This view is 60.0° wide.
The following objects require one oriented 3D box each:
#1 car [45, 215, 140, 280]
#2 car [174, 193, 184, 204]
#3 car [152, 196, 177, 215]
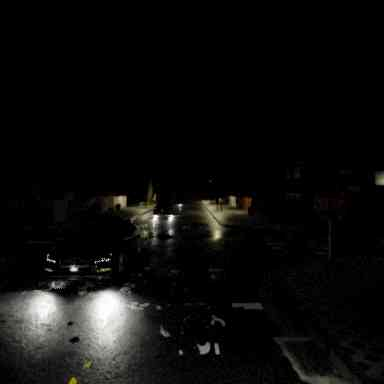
[{"bbox_3d":[-2.752,1.535,10.169,1.837,1.490,4.892,0,0,0],"label":"car"},{"bbox_3d":[-2.785,1.366,57.919,1.837,1.490,4.892,0,0,0],"label":"car"},{"bbox_3d":[-2.769,1.465,32.964,1.837,1.490,4.892,0,1,0],"label":"car"}]
